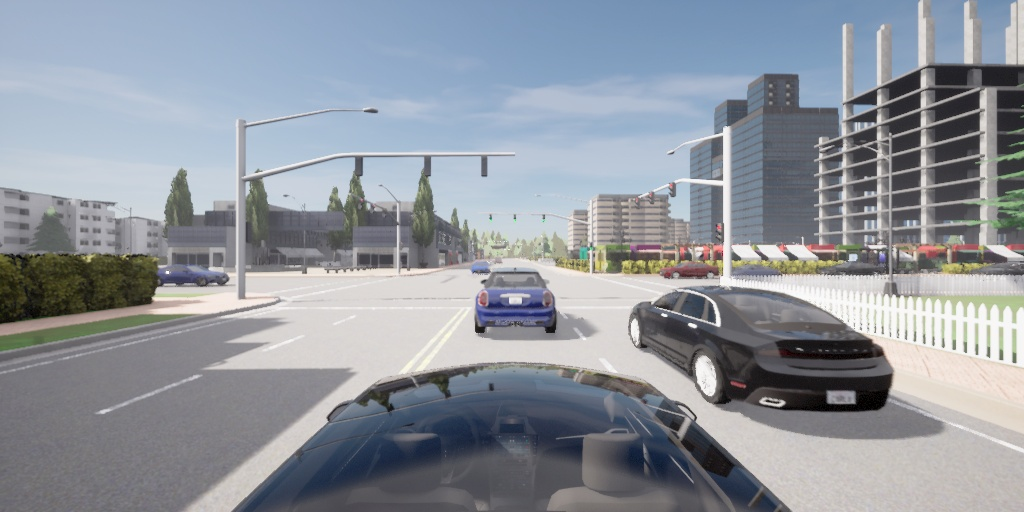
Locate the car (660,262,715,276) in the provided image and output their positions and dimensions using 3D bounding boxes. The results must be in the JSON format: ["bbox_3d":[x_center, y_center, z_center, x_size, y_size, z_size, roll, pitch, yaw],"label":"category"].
[{"bbox_3d":[15.858,1.282,32.174,5.008,1.535,1.882,0,0,-1],"label":"car"}]

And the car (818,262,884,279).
[{"bbox_3d":[30.700,1.282,32.541,5.008,1.535,1.882,0,0,-1],"label":"car"}]

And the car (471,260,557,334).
[{"bbox_3d":[0.088,1.118,10.857,2.097,1.767,4.553,0,0,0],"label":"car"}]

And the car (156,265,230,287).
[{"bbox_3d":[-21.753,1.316,24.127,4.674,1.442,1.812,0,0,-2],"label":"car"}]

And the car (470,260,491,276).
[{"bbox_3d":[-3.486,1.346,40.715,1.882,1.535,5.008,0,1,0],"label":"car"}]

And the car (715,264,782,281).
[{"bbox_3d":[19.115,1.360,28.754,4.181,1.385,1.994,0,0,-1],"label":"car"}]

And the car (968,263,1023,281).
[{"bbox_3d":[40.387,1.303,29.265,4.892,1.490,1.837,0,0,-1],"label":"car"}]

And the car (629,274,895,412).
[{"bbox_3d":[3.570,1.265,6.293,1.837,1.490,4.892,0,0,0],"label":"car"}]
